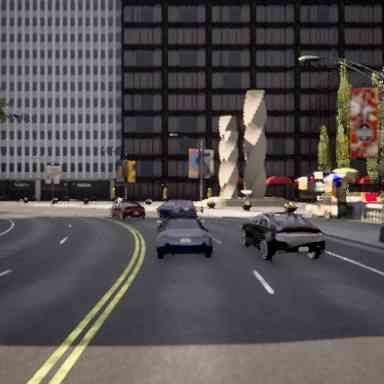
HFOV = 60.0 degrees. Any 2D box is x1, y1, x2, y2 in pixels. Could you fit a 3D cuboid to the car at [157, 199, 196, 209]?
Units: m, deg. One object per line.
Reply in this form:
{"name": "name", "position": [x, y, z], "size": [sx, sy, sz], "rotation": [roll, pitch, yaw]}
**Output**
{"name": "car", "position": [-1.361, 1.389, 27.966], "size": [2.097, 1.767, 4.553], "rotation": [0, 0, -26]}

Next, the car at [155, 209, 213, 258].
{"name": "car", "position": [-0.420, 1.581, 12.976], "size": [1.994, 1.385, 4.181], "rotation": [0, 0, -6]}

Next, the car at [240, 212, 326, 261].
{"name": "car", "position": [3.142, 1.507, 12.401], "size": [2.128, 1.511, 4.902], "rotation": [0, 0, -5]}

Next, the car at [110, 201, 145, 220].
{"name": "car", "position": [-5.616, 1.518, 28.594], "size": [1.882, 1.535, 5.008], "rotation": [0, 0, -29]}
